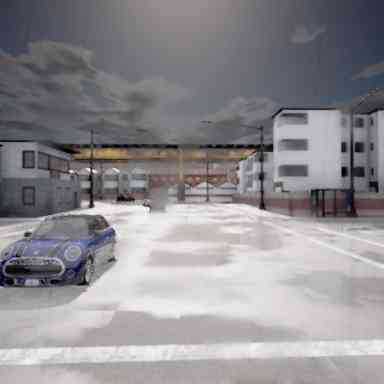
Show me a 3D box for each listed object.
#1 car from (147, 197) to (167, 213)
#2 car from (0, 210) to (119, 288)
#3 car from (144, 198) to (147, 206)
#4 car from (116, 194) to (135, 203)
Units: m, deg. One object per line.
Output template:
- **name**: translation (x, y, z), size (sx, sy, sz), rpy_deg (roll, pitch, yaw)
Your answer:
- **car**: translation (-4.060, 1.575, 39.313), size (1.837, 1.490, 4.892), rpy_deg (0, 1, -6)
- **car**: translation (-3.612, 1.470, 9.749), size (2.097, 1.767, 4.553), rpy_deg (0, -1, 0)
- **car**: translation (-5.977, 1.446, 49.293), size (1.812, 1.442, 4.674), rpy_deg (0, 1, -19)
- **car**: translation (-12.306, 1.221, 61.472), size (1.882, 1.535, 5.008), rpy_deg (1, 0, -37)
